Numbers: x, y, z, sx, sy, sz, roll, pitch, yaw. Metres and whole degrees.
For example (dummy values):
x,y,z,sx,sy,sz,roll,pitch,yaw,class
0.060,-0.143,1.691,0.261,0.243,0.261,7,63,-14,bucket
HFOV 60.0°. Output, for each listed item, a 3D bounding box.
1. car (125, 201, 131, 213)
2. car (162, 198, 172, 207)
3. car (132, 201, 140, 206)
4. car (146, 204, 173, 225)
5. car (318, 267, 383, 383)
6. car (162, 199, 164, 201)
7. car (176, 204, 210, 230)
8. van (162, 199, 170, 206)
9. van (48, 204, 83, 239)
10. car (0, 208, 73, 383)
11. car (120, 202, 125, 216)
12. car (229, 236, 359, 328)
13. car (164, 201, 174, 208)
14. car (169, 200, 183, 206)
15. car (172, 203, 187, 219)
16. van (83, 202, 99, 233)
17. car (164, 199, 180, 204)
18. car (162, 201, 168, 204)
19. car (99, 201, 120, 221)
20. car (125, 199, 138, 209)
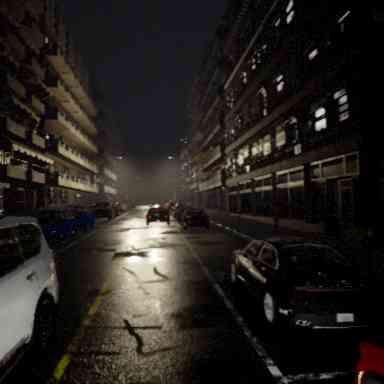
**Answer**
x,y,z,sx,sy,sz,roll,pitch,yaw,class
-10.733,2.386,50.097,1.947,1.339,4.313,0,-1,-6,car
-5.961,2.448,78.391,2.192,1.841,5.009,0,-1,-6,car
-14.978,3.053,88.572,1.802,1.307,4.206,0,-1,-6,car
-2.841,1.978,27.724,1.895,1.301,4.718,-1,-1,-6,car
2.564,1.512,1.430,1.887,1.381,4.507,0,-1,-6,car
-3.535,2.206,56.399,1.967,1.590,4.097,0,-1,-6,car
0.138,1.811,23.419,1.887,1.381,4.507,0,-1,-6,car
-6.568,2.571,83.888,1.690,1.788,3.998,0,-1,-6,van
-7.092,1.673,17.119,1.690,1.788,3.998,0,-1,-6,van
-3.001,1.319,3.196,2.150,2.045,5.566,-1,-1,-6,car
-9.518,1.967,39.106,2.192,1.841,5.009,0,-1,-6,car
1.957,1.590,6.928,2.008,1.369,4.403,0,-1,-6,car
-4.748,2.527,67.392,1.802,1.307,4.206,0,-1,-6,car
-1.067,1.867,34.415,1.967,1.590,4.097,0,-1,-6,car
-0.468,1.891,28.915,1.887,1.381,4.507,0,-1,-6,car
-7.699,1.751,22.617,1.690,1.788,3.998,0,-1,-6,van
-2.322,1.908,45.406,2.192,1.841,5.009,0,-1,-6,car
-4.383,2.149,41.681,1.994,1.385,4.181,-1,-1,-6,car
-8.912,1.885,33.610,2.192,1.841,5.009,0,-1,-6,car
-12.551,2.403,66.588,2.192,1.841,5.009,0,-1,-6,car
